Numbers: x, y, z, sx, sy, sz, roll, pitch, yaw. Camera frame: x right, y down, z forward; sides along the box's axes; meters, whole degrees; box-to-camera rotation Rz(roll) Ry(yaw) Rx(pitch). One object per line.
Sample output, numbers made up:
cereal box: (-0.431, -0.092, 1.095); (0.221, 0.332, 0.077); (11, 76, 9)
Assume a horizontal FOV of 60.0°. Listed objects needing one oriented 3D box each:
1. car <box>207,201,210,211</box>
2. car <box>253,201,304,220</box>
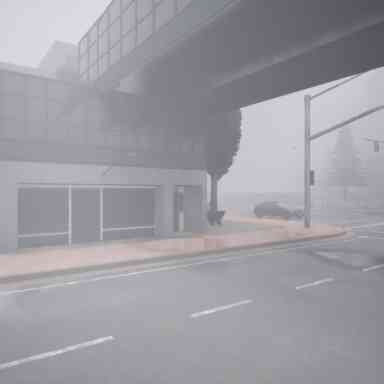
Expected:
car: (0.751, 1.492, 37.515); (2.128, 1.511, 4.902); (0, 0, -36)
car: (7.300, 1.526, 28.418); (1.812, 1.442, 4.674); (0, 0, -36)
